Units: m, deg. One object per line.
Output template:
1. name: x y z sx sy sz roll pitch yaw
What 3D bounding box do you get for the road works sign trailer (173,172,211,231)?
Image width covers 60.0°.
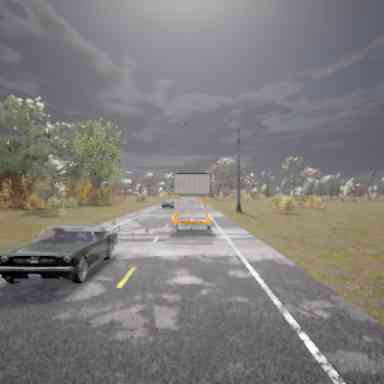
1. road works sign trailer: 0.005 0.549 21.186 2.380 3.560 2.880 0 0 0

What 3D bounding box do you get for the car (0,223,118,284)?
1. car: -3.599 1.640 9.816 1.895 1.301 4.718 0 0 0

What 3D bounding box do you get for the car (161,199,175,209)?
1. car: -3.541 1.758 50.263 2.033 1.411 5.357 0 0 1
